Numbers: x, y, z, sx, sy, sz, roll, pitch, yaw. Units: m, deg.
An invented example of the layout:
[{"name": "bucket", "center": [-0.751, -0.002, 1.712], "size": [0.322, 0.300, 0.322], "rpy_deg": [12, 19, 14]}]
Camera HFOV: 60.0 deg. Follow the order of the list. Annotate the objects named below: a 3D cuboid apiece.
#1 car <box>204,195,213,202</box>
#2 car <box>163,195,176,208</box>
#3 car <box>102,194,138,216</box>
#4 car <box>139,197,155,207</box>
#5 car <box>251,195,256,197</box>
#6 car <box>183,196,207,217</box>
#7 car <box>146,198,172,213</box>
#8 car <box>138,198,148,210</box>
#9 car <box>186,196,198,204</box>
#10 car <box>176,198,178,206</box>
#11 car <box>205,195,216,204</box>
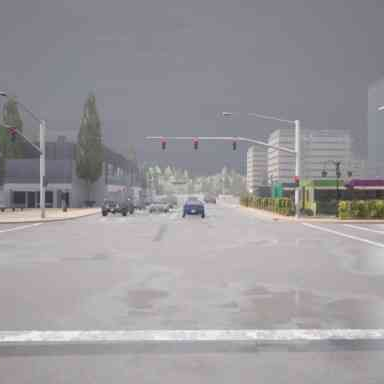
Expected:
[{"name": "car", "center": [3.555, 1.397, 73.893], "size": [1.812, 1.442, 4.674], "rpy_deg": [0, 0, 0]}, {"name": "car", "center": [-3.564, 1.505, 46.061], "size": [1.837, 1.490, 4.892], "rpy_deg": [0, 0, 0]}, {"name": "car", "center": [-7.089, 1.221, 32.408], "size": [2.150, 2.045, 5.566], "rpy_deg": [0, 0, 1]}, {"name": "car", "center": [-7.051, 1.564, 52.253], "size": [1.994, 1.385, 4.181], "rpy_deg": [0, 0, 0]}, {"name": "car", "center": [17.833, 1.153, 86.775], "size": [4.605, 1.855, 1.932], "rpy_deg": [0, 0, -1]}, {"name": "car", "center": [0.147, 1.477, 31.091], "size": [1.882, 1.535, 5.008], "rpy_deg": [0, 0, 1]}, {"name": "car", "center": [-3.573, 1.601, 36.747], "size": [1.895, 1.301, 4.718], "rpy_deg": [0, 0, 0]}, {"name": "car", "center": [-7.068, 1.491, 42.296], "size": [2.128, 1.511, 4.902], "rpy_deg": [0, 0, 0]}, {"name": "car", "center": [0.047, 1.491, 63.620], "size": [2.128, 1.511, 4.902], "rpy_deg": [0, 0, 0]}, {"name": "car", "center": [-3.542, 1.352, 55.925], "size": [2.097, 1.767, 4.553], "rpy_deg": [0, 0, 0]}, {"name": "car", "center": [3.547, 1.491, 63.618], "size": [2.128, 1.511, 4.902], "rpy_deg": [0, 0, 0]}]
